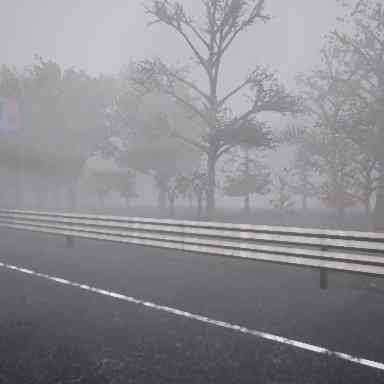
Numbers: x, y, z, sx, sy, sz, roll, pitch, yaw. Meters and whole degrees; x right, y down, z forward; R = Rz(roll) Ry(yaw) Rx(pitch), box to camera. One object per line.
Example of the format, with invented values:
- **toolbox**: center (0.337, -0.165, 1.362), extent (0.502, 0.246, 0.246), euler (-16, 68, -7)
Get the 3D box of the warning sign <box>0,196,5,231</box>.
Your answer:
- **warning sign**: center (-10.661, 1.120, 17.347), extent (1.060, 1.860, 1.300), euler (0, 0, 37)
